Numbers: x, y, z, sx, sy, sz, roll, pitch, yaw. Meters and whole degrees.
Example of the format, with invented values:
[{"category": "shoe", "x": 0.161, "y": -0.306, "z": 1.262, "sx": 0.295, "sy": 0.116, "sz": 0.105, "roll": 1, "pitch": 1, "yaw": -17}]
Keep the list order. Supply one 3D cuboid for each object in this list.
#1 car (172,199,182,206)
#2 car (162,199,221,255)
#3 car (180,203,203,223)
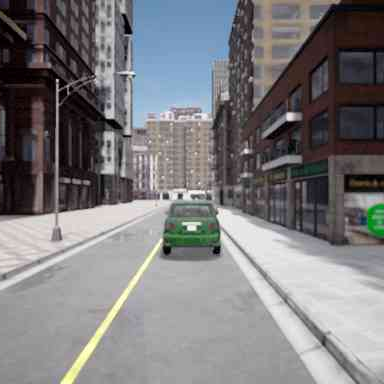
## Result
[{"category": "car", "x": -3.154, "y": 2.211, "z": 70.934, "sx": 1.895, "sy": 1.301, "sz": 4.718, "roll": 0, "pitch": 0, "yaw": 0}, {"category": "car", "x": -0.010, "y": 1.350, "z": 14.030, "sx": 2.150, "sy": 2.045, "sz": 5.566, "roll": 0, "pitch": 0, "yaw": 0}, {"category": "car", "x": -0.026, "y": 1.785, "z": 29.312, "sx": 1.837, "sy": 1.490, "sz": 4.892, "roll": 0, "pitch": 0, "yaw": 0}]
